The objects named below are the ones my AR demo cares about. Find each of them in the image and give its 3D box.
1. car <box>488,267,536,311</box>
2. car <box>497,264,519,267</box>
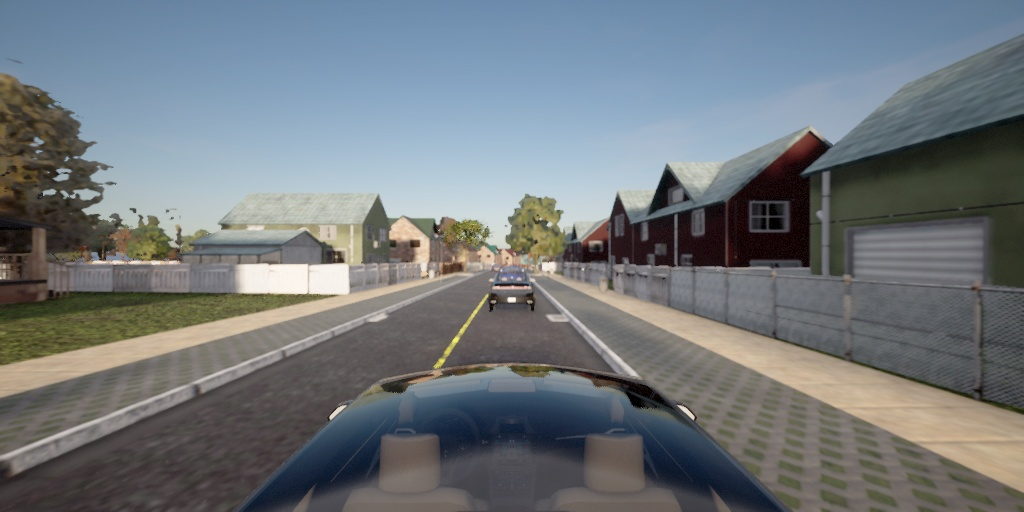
[{"bbox_3d":[0.008,1.394,15.365,2.128,1.511,4.902,0,-1,0],"label":"car"},{"bbox_3d":[0.002,1.583,31.113,1.882,1.535,5.008,0,-1,0],"label":"car"}]
